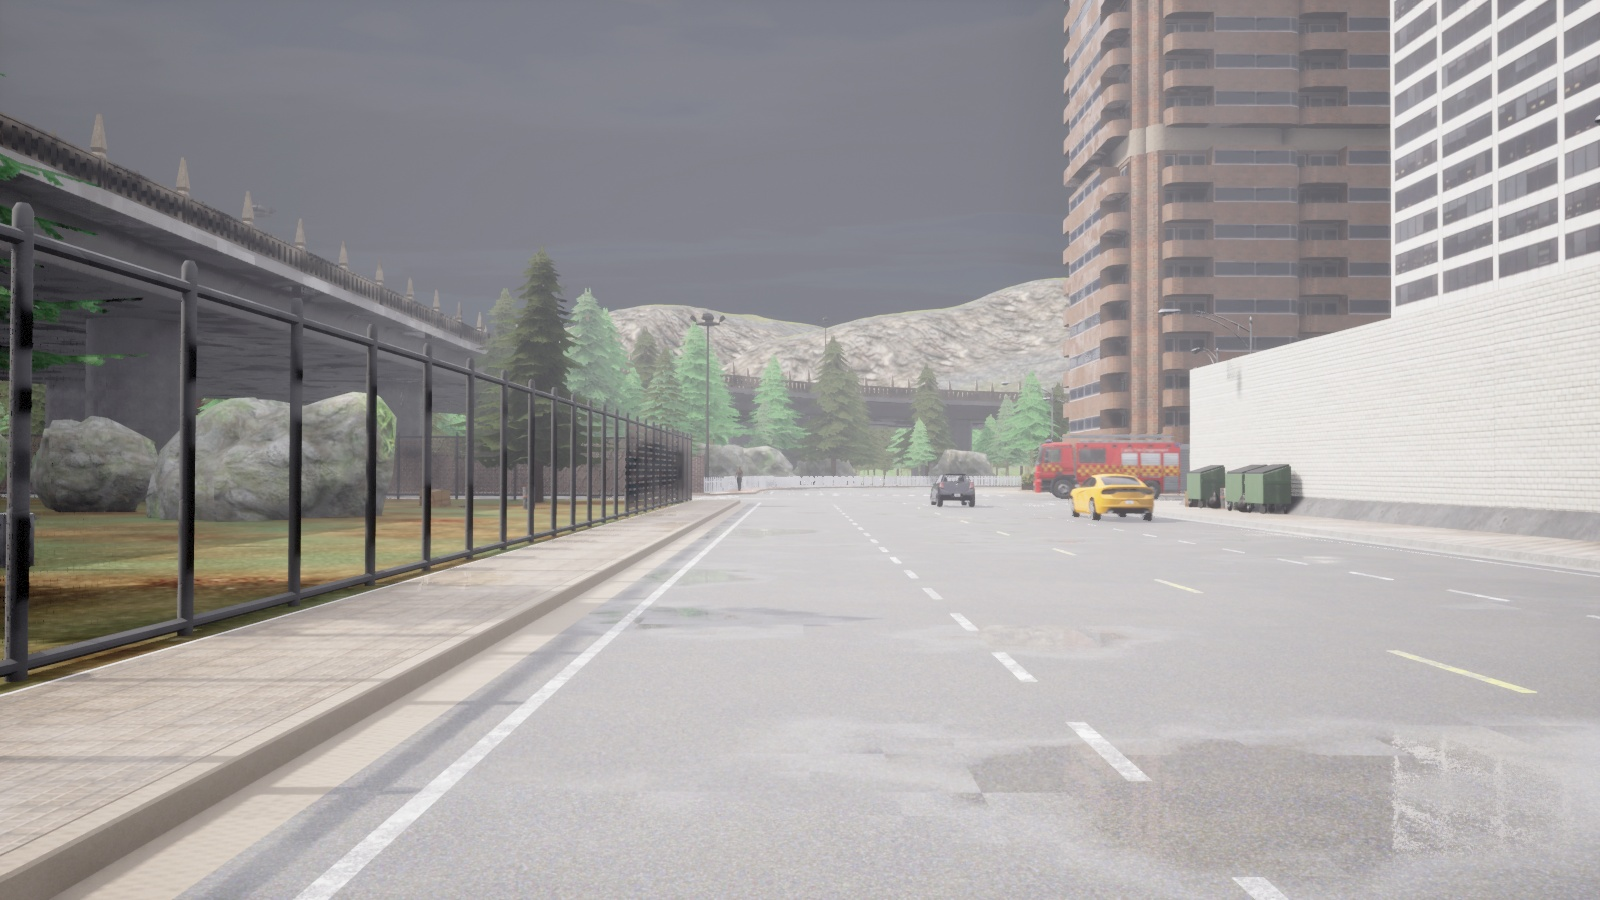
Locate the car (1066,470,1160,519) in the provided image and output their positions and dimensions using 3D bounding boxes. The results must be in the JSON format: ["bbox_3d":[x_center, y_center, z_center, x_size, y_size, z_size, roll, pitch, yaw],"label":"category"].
[{"bbox_3d":[10.381,1.456,42.071,1.882,1.535,5.008,0,-1,0],"label":"car"}]

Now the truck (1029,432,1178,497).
[{"bbox_3d":[18.043,0.892,75.179,8.468,3.827,2.891,0,-1,9],"label":"truck"}]

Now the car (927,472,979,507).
[{"bbox_3d":[6.842,1.746,56.417,1.845,1.501,3.633,0,-1,0],"label":"car"}]
